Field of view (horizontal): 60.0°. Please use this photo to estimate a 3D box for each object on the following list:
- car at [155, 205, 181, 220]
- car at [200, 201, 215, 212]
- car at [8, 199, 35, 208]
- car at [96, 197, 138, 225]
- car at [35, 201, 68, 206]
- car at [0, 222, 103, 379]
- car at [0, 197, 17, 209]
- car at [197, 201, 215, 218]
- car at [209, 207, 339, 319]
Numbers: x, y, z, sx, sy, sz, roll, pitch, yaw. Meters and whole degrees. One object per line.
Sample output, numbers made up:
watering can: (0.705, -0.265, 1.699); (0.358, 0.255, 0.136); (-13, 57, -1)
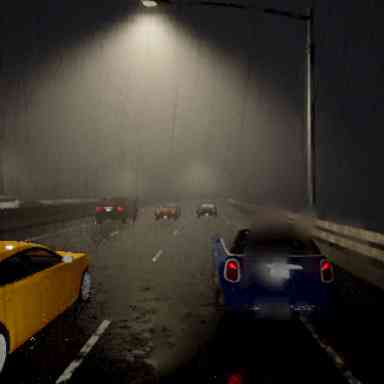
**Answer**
car: (-2.098, 1.806, 30.304); (1.895, 1.301, 4.718); (0, 0, 3)
car: (2.145, 1.900, 45.137); (1.895, 1.301, 4.718); (0, 0, 4)
car: (-19.317, 1.835, 39.630); (1.837, 1.490, 4.892); (0, 0, 3)
car: (-5.799, 1.410, 26.325); (2.150, 2.045, 5.566); (0, -1, 3)
car: (-15.842, 1.864, 39.187); (2.033, 1.411, 5.357); (0, 0, 3)
car: (-3.170, 1.521, 5.298); (1.882, 1.535, 5.008); (0, 0, 2)
car: (-22.830, 1.565, 39.556); (2.150, 2.045, 5.566); (0, 0, 3)
car: (1.504, 1.812, 32.789); (1.895, 1.301, 4.718); (0, 0, 3)
car: (1.538, 1.395, 7.626); (2.097, 1.767, 4.553); (0, 0, 2)
